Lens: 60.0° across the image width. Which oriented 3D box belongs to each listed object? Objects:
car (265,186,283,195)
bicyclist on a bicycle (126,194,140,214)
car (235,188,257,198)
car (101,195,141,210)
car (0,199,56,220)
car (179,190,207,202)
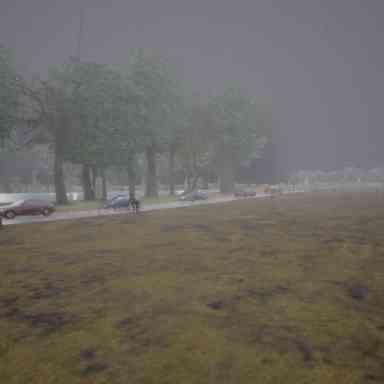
[{"bbox_3d":[14.957,-0.365,60.835,1.882,1.535,5.008,-1,2,35],"label":"car"},{"bbox_3d":[-4.909,0.996,27.507,1.656,1.620,0.582,-1,1,35],"label":"bicyclist on a bicycle"},{"bbox_3d":[8.371,0.100,51.518,2.128,1.511,4.902,-1,1,35],"label":"car"},{"bbox_3d":[-7.259,1.036,34.531,1.812,1.442,4.674,-1,1,35],"label":"car"},{"bbox_3d":[-13.143,1.300,26.233,1.812,1.442,4.674,-1,0,35],"label":"car"},{"bbox_3d":[0.169,0.542,45.013,2.128,1.511,4.902,-1,1,36],"label":"car"}]
